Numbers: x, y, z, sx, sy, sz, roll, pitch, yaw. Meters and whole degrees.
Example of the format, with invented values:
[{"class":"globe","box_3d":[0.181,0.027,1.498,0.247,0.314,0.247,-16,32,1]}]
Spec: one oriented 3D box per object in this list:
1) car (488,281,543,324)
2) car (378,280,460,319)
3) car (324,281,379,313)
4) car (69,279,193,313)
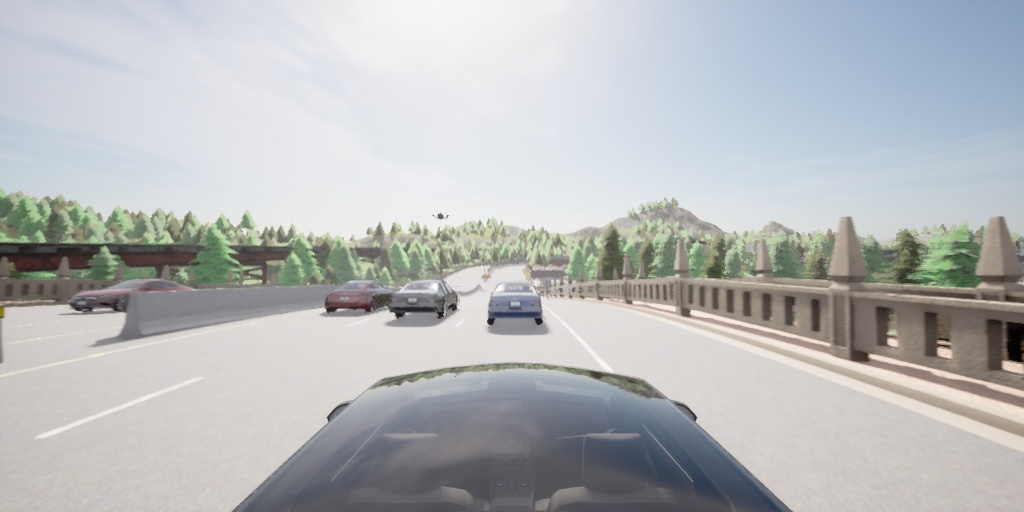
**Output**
[{"class":"car","box_3d":[0.097,1.627,13.340,2.033,1.411,5.357,0,-3,0]},{"class":"car","box_3d":[-3.404,1.707,14.784,2.033,1.411,5.357,0,-3,0]},{"class":"car","box_3d":[-6.905,1.849,16.801,1.994,1.385,4.181,0,-4,0]},{"class":"car","box_3d":[-17.598,1.826,17.018,1.812,1.442,4.674,0,-4,0]}]
